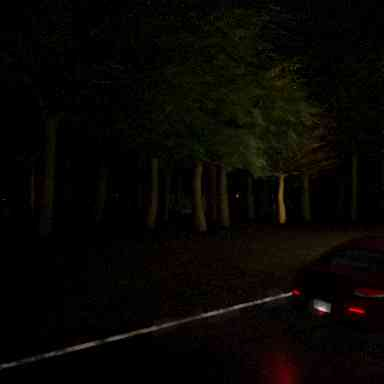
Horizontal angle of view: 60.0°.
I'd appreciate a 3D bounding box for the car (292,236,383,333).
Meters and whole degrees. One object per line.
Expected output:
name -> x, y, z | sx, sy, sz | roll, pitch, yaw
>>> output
car -> 3.888, 1.602, 6.414 | 4.674, 1.442, 1.812 | 1, 0, -35
